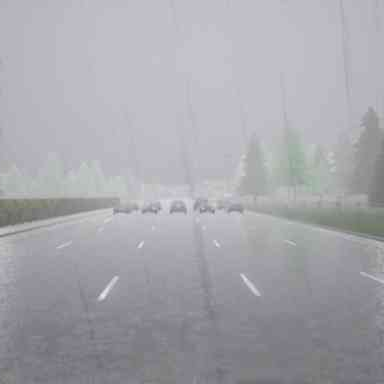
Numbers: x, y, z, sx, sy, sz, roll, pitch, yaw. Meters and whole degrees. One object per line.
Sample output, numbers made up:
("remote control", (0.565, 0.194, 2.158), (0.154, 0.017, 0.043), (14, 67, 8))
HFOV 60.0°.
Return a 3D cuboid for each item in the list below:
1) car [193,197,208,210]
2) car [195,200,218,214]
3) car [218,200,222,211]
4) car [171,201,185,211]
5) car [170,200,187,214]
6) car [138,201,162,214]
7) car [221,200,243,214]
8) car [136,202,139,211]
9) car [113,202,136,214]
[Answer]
("car", (1.376, 1.786, 51.313), (2.150, 2.045, 5.566), (0, -1, -2))
("car", (1.787, 2.058, 41.731), (1.895, 1.301, 4.718), (0, -1, -2))
("car", (4.875, 2.043, 51.429), (2.128, 1.511, 4.902), (0, -1, -2))
("car", (-2.118, 2.124, 51.130), (2.033, 1.411, 5.357), (0, -1, -2))
("car", (-1.726, 1.825, 41.941), (2.097, 1.767, 4.553), (0, -1, -2))
("car", (-5.225, 2.087, 41.848), (1.895, 1.301, 4.718), (0, -1, -2))
("car", (5.267, 1.954, 42.268), (1.837, 1.490, 4.892), (0, -1, -2))
("car", (-9.112, 2.166, 50.830), (1.994, 1.385, 4.181), (0, -1, -2))
("car", (-8.754, 2.072, 42.468), (1.994, 1.385, 4.181), (0, -1, -2))
